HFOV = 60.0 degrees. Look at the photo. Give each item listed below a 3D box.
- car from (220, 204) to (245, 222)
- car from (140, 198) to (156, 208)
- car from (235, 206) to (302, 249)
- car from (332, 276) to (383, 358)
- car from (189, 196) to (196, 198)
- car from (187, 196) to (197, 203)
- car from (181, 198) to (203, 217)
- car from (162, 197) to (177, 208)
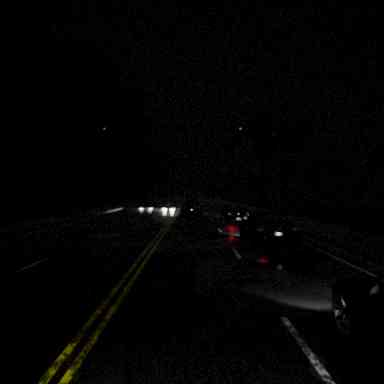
[{"bbox_3d":[3.248,1.571,25.527,1.895,1.301,4.718,0,0,0],"label":"car"},{"bbox_3d":[-6.513,1.573,49.292,1.994,1.385,4.181,0,0,0],"label":"car"},{"bbox_3d":[3.249,1.540,14.496,1.994,1.385,4.181,0,0,0],"label":"car"},{"bbox_3d":[3.249,1.497,3.525,2.163,1.488,4.792,0,0,0],"label":"car"},{"bbox_3d":[0.097,1.580,57.764,2.033,1.411,5.357,0,0,0],"label":"car"},{"bbox_3d":[-0.005,1.636,73.970,2.033,1.411,5.357,0,0,0],"label":"car"},{"bbox_3d":[-0.026,1.537,31.305,1.994,1.385,4.181,0,0,0],"label":"car"},{"bbox_3d":[-3.264,1.500,48.953,2.128,1.511,4.902,0,0,0],"label":"car"}]
